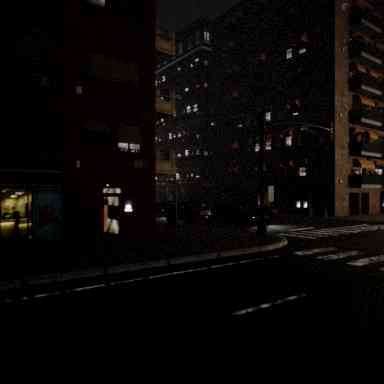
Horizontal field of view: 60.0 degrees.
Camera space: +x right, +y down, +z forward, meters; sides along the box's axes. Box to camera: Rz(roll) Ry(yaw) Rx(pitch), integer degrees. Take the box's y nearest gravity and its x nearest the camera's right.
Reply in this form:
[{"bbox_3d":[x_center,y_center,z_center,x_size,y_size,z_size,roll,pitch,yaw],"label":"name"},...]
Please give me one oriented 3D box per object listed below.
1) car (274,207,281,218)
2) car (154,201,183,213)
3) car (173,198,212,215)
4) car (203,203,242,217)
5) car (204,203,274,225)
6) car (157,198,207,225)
[{"bbox_3d":[6.605,1.843,32.151,1.802,1.307,4.206,-1,0,-36],"label":"car"},{"bbox_3d":[-3.280,2.024,45.615,2.008,1.369,4.403,-1,0,-36],"label":"car"},{"bbox_3d":[0.010,1.717,41.128,2.192,1.841,5.009,-1,0,-36],"label":"car"},{"bbox_3d":[3.310,1.897,36.639,1.947,1.339,4.313,-1,0,-36],"label":"car"},{"bbox_3d":[3.580,1.778,26.346,2.033,1.411,5.357,0,-1,-34],"label":"car"},{"bbox_3d":[-0.390,1.585,27.061,2.192,1.841,5.009,-1,0,-36],"label":"car"}]
